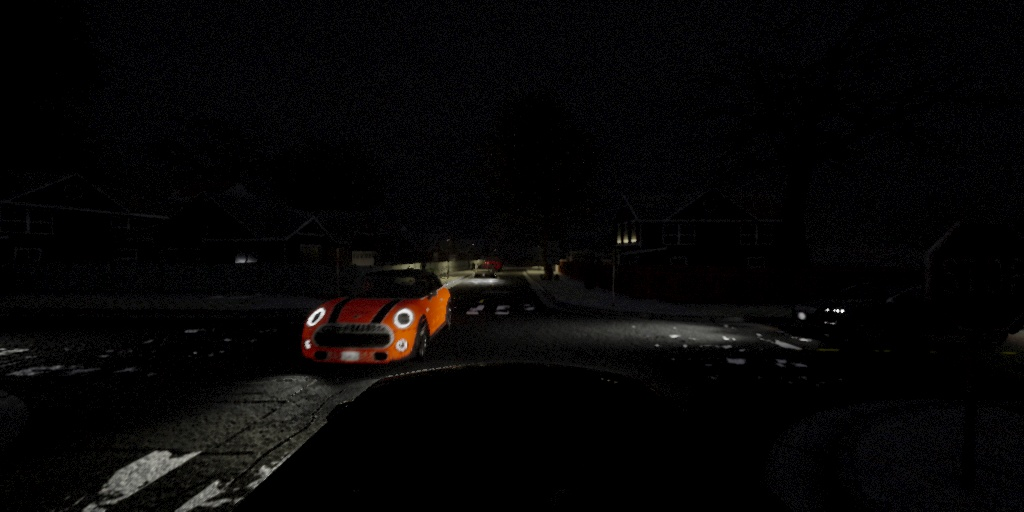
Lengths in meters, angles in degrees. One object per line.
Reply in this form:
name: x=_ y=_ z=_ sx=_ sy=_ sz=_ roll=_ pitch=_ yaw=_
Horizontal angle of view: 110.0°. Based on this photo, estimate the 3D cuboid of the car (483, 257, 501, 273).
car: x=-2.678 y=1.140 z=49.854 sx=2.150 sy=2.045 sz=5.566 roll=0 pitch=0 yaw=2

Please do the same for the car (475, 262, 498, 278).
car: x=-2.779 y=1.536 z=37.033 sx=1.895 sy=1.301 sz=4.718 roll=0 pitch=0 yaw=0

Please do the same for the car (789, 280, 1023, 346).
car: x=10.317 y=1.406 z=9.621 sx=4.902 sy=1.511 sz=2.128 roll=1 pitch=1 yaw=2

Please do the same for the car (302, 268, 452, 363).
car: x=-2.735 y=1.116 z=8.326 sx=2.097 sy=1.767 sz=4.553 roll=1 pitch=0 yaw=0
